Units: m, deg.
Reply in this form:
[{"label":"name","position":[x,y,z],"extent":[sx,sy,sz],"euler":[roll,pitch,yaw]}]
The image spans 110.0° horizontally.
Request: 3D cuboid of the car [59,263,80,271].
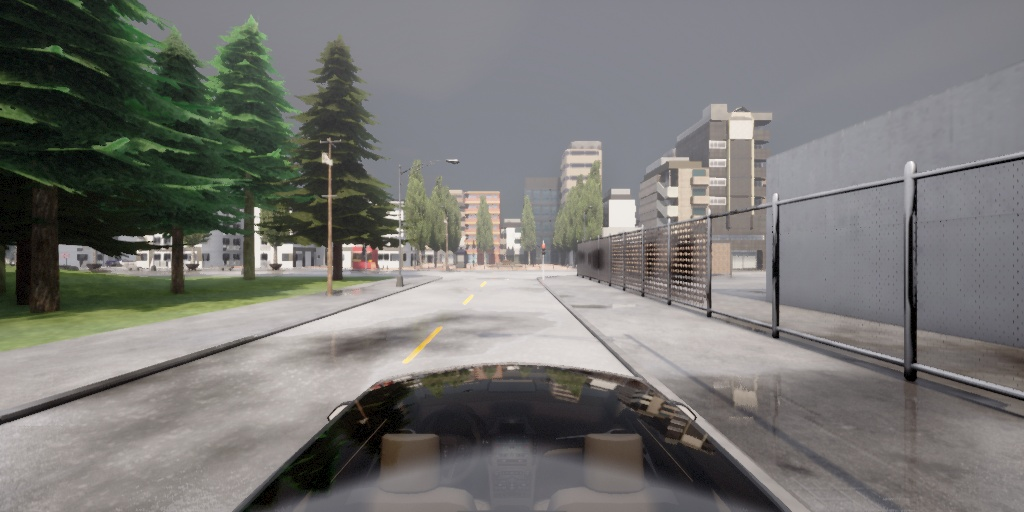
[{"label":"car","position":[-50.752,1.309,39.087],"extent":[5.357,1.411,2.033],"euler":[0,0,0]}]
